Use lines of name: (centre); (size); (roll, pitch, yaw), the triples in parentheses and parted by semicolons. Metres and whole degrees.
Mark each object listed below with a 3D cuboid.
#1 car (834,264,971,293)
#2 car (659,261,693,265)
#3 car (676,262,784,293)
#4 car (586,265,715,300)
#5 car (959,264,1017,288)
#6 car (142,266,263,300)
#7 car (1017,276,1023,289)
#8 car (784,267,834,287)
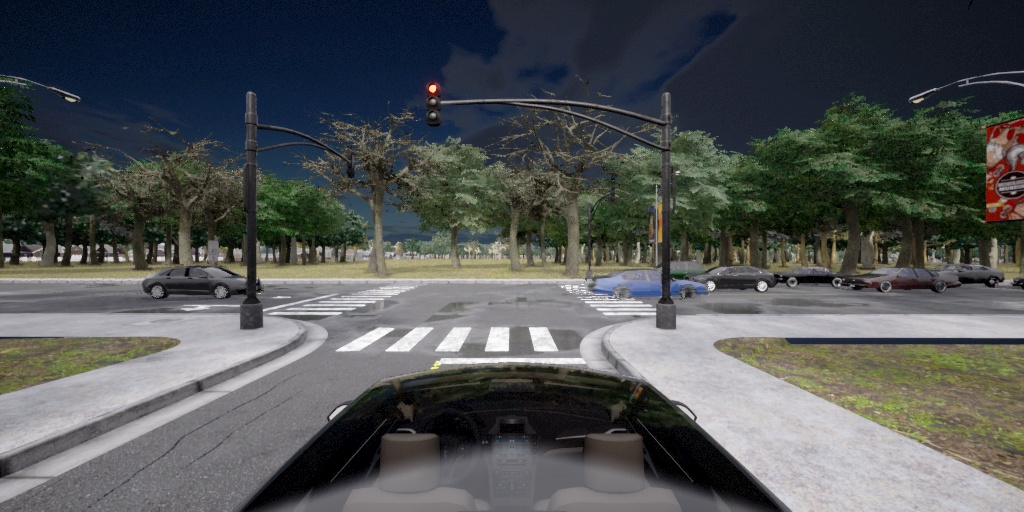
car: (22.191, 1.326, 20.554); (5.357, 1.411, 2.033); (0, 0, 0)
car: (10.483, 1.109, 23.801); (4.553, 1.767, 2.097); (0, 0, 0)
car: (12.330, 1.269, 20.553); (4.892, 1.490, 1.837); (0, 0, 0)
car: (6.327, 1.307, 17.101); (5.357, 1.411, 2.033); (0, 0, 0)
car: (29.403, 1.277, 23.803); (4.902, 1.511, 2.128); (0, 0, 0)
car: (-14.615, 1.238, 17.095); (4.892, 1.490, 1.837); (1, 0, 0)
car: (32.407, 1.343, 20.548); (5.357, 1.411, 2.033); (0, 0, 0)
car: (19.467, 1.371, 23.806); (4.718, 1.301, 1.895); (0, 0, 0)
